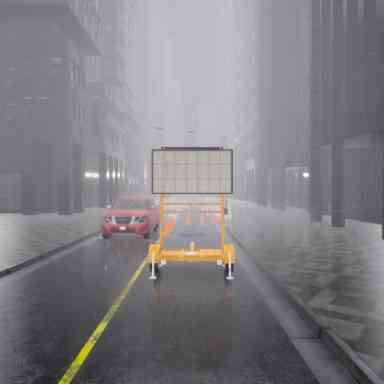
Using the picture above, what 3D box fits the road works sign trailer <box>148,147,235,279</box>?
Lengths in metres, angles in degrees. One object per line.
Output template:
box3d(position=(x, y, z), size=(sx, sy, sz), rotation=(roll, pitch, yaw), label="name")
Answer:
box3d(position=(0.006, 0.459, 9.993), size=(2.380, 3.560, 2.880), rotation=(0, 0, 1), label="road works sign trailer")

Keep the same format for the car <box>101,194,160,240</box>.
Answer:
box3d(position=(-3.005, 1.210, 17.185), size=(2.150, 2.045, 5.566), rotation=(0, 0, 0), label="car")
